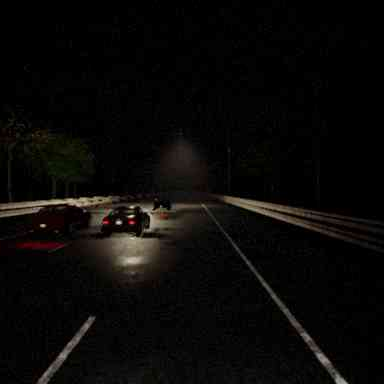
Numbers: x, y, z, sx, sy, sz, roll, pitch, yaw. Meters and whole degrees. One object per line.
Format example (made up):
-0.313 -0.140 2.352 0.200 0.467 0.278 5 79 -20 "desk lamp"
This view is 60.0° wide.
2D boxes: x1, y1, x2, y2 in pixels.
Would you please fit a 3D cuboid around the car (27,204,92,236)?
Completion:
-6.905 1.401 17.874 1.882 1.535 5.008 0 0 0 "car"

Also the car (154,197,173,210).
-3.407 1.341 39.007 1.837 1.490 4.892 0 0 0 "car"

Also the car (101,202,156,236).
-3.402 1.471 17.904 2.033 1.411 5.357 0 0 0 "car"
